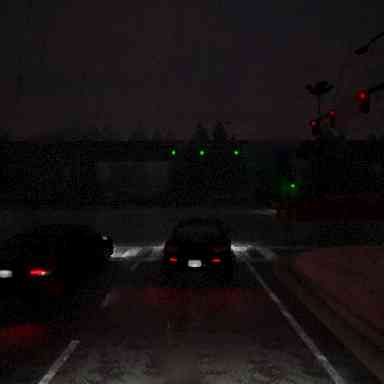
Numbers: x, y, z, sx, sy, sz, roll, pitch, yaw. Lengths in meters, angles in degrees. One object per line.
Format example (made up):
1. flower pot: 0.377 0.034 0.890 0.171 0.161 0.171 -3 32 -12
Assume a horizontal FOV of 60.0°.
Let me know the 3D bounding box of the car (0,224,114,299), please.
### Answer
1. car: -3.464 1.552 8.618 2.033 1.411 5.357 0 0 -1

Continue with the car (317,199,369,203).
1. car: 16.879 1.508 36.583 4.902 1.511 2.128 0 0 0

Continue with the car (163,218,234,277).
1. car: 0.298 1.530 10.206 1.812 1.442 4.674 0 0 6

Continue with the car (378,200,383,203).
1. car: 23.185 1.619 40.061 4.718 1.301 1.895 0 0 0

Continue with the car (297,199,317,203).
1. car: 14.077 1.544 40.095 4.674 1.442 1.812 0 0 2
